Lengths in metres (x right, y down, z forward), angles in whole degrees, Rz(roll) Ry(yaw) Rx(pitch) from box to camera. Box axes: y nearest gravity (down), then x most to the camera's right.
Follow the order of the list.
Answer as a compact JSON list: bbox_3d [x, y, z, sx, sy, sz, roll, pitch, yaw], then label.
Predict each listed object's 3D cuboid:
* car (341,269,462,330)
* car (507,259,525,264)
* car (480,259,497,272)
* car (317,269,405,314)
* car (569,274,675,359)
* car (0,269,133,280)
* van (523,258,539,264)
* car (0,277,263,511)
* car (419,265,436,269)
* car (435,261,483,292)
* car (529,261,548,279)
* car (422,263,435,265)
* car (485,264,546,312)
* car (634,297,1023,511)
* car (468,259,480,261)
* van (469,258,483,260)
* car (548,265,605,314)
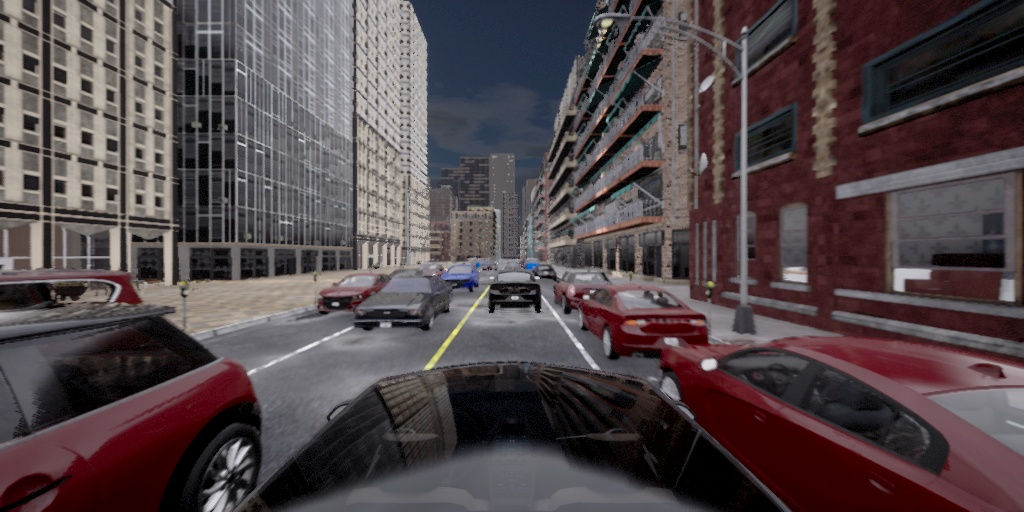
[{"bbox_3d":[-3.081,1.316,11.416,2.033,1.411,5.357,0,0,0],"label":"car"},{"bbox_3d":[0.103,1.388,40.812,2.033,1.411,5.357,0,0,0],"label":"car"},{"bbox_3d":[-2.995,1.472,49.619,1.994,1.385,4.181,0,0,0],"label":"car"},{"bbox_3d":[-5.691,1.319,13.816,1.888,1.381,4.507,0,0,0],"label":"car"},{"bbox_3d":[2.689,1.308,8.286,1.888,1.381,4.507,0,0,0],"label":"car"},{"bbox_3d":[-5.692,1.067,2.761,2.192,1.841,5.009,0,0,0],"label":"car"},{"bbox_3d":[2.694,1.197,46.979,1.690,1.789,3.998,0,0,0],"label":"van"},{"bbox_3d":[-3.065,1.100,1.005,2.097,1.767,4.553,0,0,-1],"label":"car"},{"bbox_3d":[-5.690,1.352,19.344,1.948,1.339,4.313,0,0,0],"label":"car"},{"bbox_3d":[-3.081,1.270,21.856,1.882,1.535,5.008,0,0,0],"label":"car"},{"bbox_3d":[2.691,1.378,30.397,1.948,1.339,4.313,0,0,0],"label":"car"},{"bbox_3d":[-5.690,1.239,24.871,1.967,1.591,4.097,0,0,0],"label":"car"},{"bbox_3d":[0.102,1.253,14.494,1.882,1.535,5.008,0,0,0],"label":"car"},{"bbox_3d":[2.688,1.297,2.759,1.888,1.381,4.507,0,0,0],"label":"car"},{"bbox_3d":[-5.687,1.402,46.981,1.888,1.381,4.507,0,0,0],"label":"car"},{"bbox_3d":[-5.686,1.213,52.509,1.690,1.789,3.998,0,0,0],"label":"van"},{"bbox_3d":[2.689,1.213,13.814,1.967,1.591,4.097,0,0,0],"label":"car"}]
